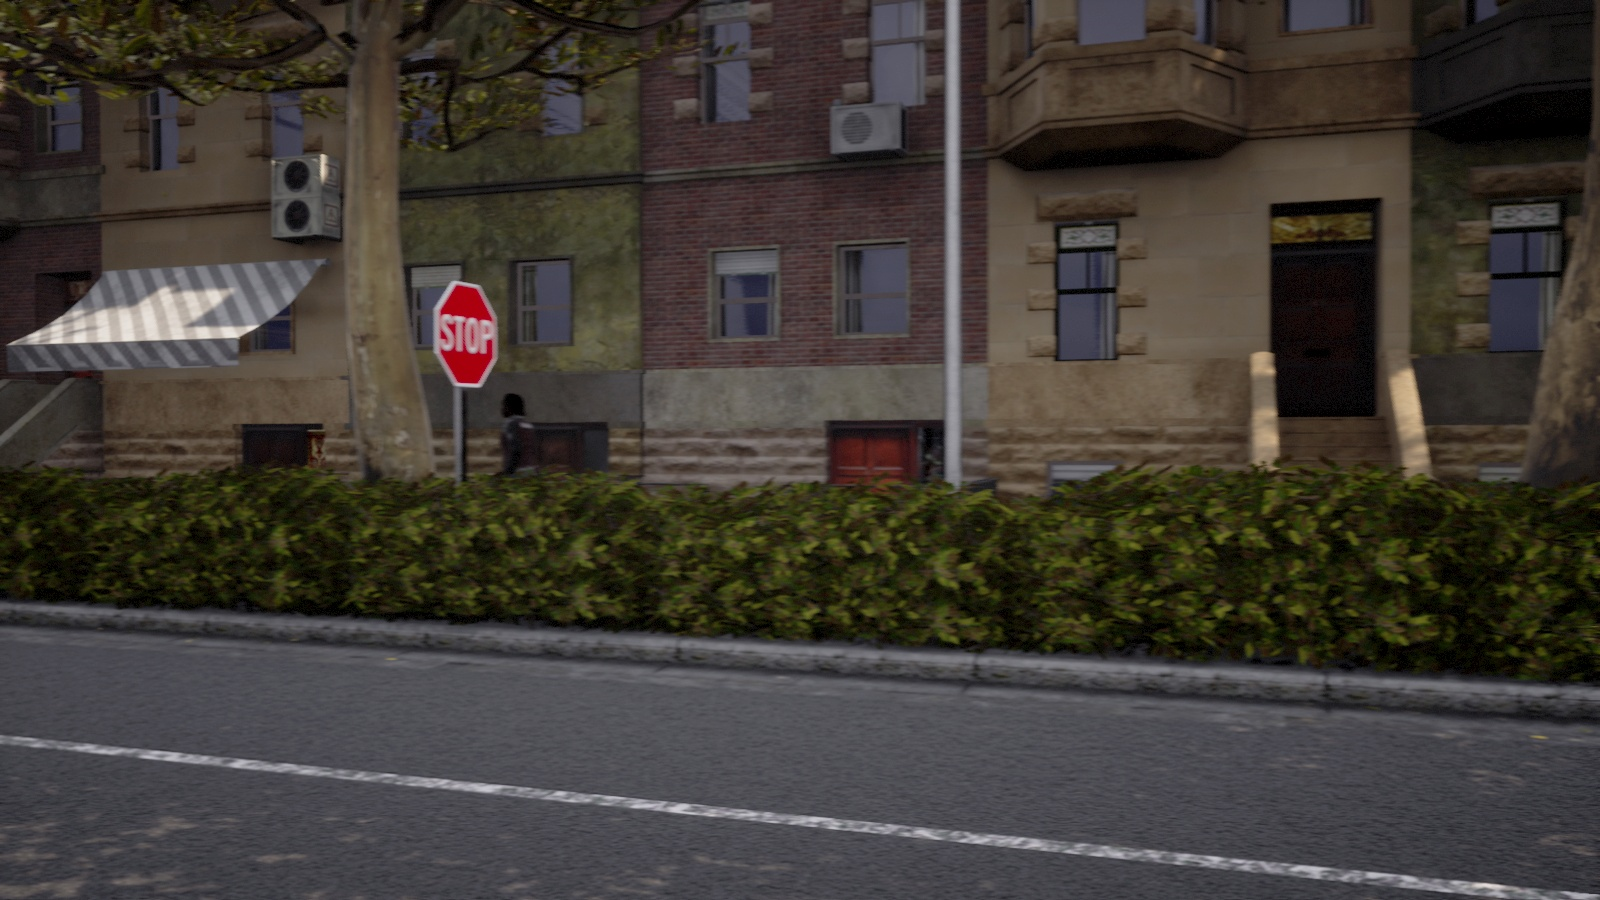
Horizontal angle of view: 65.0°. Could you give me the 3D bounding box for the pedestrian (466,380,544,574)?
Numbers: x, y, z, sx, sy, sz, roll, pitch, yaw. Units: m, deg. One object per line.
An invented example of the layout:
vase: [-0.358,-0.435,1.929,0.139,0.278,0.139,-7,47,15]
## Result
pedestrian: [-3.004,0.265,12.798,0.666,1.930,0.402,1,1,20]
